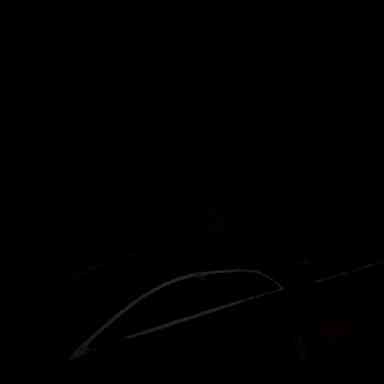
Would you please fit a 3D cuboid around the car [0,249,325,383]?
[{"bbox_3d":[-0.522,1.492,3.694,4.902,1.511,2.128,0,0,-36],"label":"car"}]
